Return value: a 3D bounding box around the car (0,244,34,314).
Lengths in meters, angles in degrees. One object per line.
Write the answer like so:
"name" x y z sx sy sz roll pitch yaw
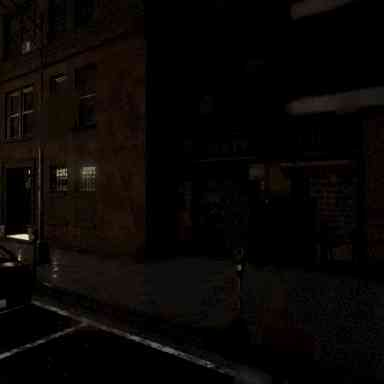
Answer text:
"car" -4.837 1.551 6.518 4.403 1.369 2.008 0 0 35
